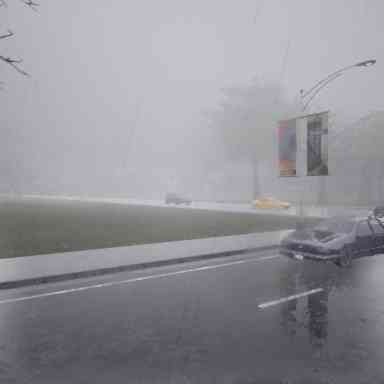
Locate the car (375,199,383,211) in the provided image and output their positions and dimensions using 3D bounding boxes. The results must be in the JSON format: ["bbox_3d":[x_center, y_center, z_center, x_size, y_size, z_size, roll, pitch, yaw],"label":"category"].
[{"bbox_3d":[17.954,1.382,27.982,2.097,1.767,4.553,0,0,-36],"label":"car"}]

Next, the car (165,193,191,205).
[{"bbox_3d":[-2.433,1.140,55.953,2.150,2.045,5.566,0,0,-36],"label":"car"}]

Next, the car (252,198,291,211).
[{"bbox_3d":[9.400,1.455,39.695,1.882,1.535,5.008,0,1,-36],"label":"car"}]

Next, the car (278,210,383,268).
[{"bbox_3d":[5.378,1.554,11.466,5.357,1.411,2.033,0,0,-35],"label":"car"}]
